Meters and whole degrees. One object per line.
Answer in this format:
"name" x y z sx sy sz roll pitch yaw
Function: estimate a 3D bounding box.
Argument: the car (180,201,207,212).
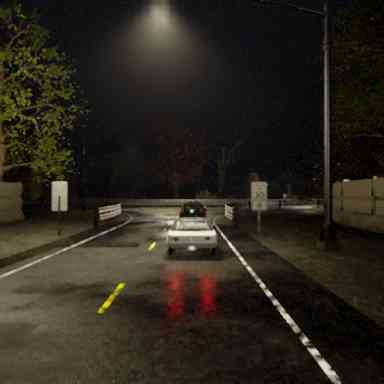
"car" 0.166 1.622 28.938 2.097 1.767 4.553 0 -1 5

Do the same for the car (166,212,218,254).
"car" -0.002 1.734 14.114 1.895 1.301 4.718 0 0 0
